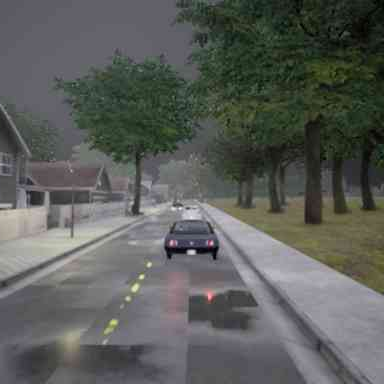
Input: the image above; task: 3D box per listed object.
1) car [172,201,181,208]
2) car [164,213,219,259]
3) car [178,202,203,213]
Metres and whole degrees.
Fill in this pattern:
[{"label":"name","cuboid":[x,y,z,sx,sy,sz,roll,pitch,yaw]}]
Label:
[{"label":"car","cuboid":[-2.843,2.356,64.595,1.895,1.301,4.718,0,-1,0]},{"label":"car","cuboid":[0.002,1.747,13.285,1.895,1.301,4.718,0,-1,0]},{"label":"car","cuboid":[-0.008,1.852,28.918,1.812,1.442,4.674,0,0,0]}]
